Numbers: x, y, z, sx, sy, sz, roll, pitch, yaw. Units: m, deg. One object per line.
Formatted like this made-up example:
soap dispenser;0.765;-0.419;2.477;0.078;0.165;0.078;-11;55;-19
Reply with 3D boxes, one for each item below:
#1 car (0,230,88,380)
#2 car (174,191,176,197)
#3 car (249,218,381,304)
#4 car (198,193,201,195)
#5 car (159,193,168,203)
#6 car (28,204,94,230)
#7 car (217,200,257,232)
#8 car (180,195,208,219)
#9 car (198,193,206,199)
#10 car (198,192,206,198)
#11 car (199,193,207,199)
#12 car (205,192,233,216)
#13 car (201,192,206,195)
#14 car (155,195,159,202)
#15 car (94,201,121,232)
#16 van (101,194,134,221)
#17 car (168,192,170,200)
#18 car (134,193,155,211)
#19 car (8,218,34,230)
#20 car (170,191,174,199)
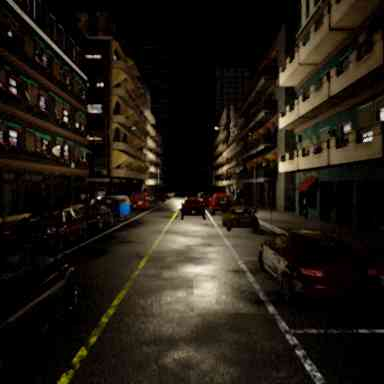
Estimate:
car;-3.098;1.531;4.643;1.994;1.385;4.181;0;0;0
car;-5.724;0.949;86.211;2.008;1.369;4.403;-1;0;0
car;2.678;1.526;7.758;1.802;1.307;4.206;-1;0;0
car;0.088;1.234;44.476;2.033;1.411;5.357;0;0;0
car;-5.716;1.174;58.201;1.802;1.307;4.206;-1;0;0
car;-5.672;1.345;13.385;1.967;1.590;4.097;-1;0;0
car;2.674;1.389;19.131;1.752;1.417;4.829;-1;0;0
car;0.088;1.287;26.988;1.882;1.535;5.008;0;1;0
car;2.656;0.963;86.185;1.947;1.339;4.313;-1;0;0
car;2.652;0.799;91.786;1.967;1.590;4.097;-1;0;0
car;2.657;0.960;80.752;1.752;1.417;4.829;-1;0;0
car;2.668;1.102;30.164;2.192;1.841;5.009;-1;0;0
car;2.665;1.023;41.368;2.192;1.841;5.009;-1;0;0
car;-5.719;1.260;41.396;2.008;1.369;4.403;-1;0;0
car;-5.673;1.417;18.988;2.008;1.369;4.403;-1;0;0
van;-5.677;1.168;24.588;1.690;1.788;3.998;-1;0;0
car;-5.718;1.135;63.803;1.802;1.307;4.206;-1;0;0
car;-5.703;1.063;35.792;2.192;1.841;5.009;-1;0;0
car;-5.669;1.527;7.784;1.802;1.307;4.206;-1;0;0
car;-5.721;1.026;75.007;2.008;1.369;4.403;-1;0;0
